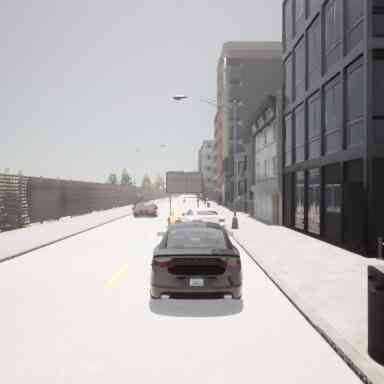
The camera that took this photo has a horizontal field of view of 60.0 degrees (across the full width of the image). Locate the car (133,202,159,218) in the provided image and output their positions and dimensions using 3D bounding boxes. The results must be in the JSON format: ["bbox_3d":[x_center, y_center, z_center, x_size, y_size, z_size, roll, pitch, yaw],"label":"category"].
[{"bbox_3d":[-4.051,1.563,29.930,1.994,1.385,4.181,0,0,0],"label":"car"}]

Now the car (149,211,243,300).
[{"bbox_3d":[0.085,1.478,8.469,1.882,1.535,5.008,0,0,0],"label":"car"}]

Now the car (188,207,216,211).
[{"bbox_3d":[0.495,1.539,17.818,1.812,1.442,4.674,0,-1,-10],"label":"car"}]

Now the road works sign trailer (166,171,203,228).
[{"bbox_3d":[-0.524,0.464,21.297,2.380,3.560,2.880,0,0,-16],"label":"road works sign trailer"}]
